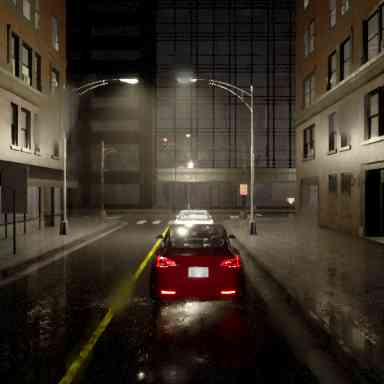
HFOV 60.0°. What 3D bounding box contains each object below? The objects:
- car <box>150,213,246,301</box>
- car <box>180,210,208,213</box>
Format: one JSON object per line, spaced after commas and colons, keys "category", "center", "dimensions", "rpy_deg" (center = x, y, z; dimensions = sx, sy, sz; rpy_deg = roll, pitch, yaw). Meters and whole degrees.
{"category": "car", "center": [0.109, 1.504, 8.401], "dimensions": [2.163, 1.488, 4.792], "rpy_deg": [0, 0, 0]}
{"category": "car", "center": [0.100, 1.602, 17.417], "dimensions": [1.895, 1.301, 4.718], "rpy_deg": [0, 0, 0]}
